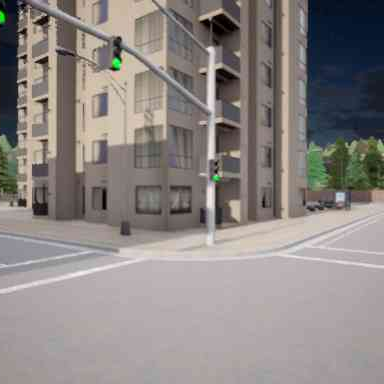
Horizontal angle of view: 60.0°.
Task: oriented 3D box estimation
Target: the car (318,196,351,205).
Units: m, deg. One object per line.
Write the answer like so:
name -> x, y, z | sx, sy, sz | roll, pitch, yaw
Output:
car -> 22.844, 1.405, 53.455 | 4.902, 1.511, 2.128 | 0, 0, 37
